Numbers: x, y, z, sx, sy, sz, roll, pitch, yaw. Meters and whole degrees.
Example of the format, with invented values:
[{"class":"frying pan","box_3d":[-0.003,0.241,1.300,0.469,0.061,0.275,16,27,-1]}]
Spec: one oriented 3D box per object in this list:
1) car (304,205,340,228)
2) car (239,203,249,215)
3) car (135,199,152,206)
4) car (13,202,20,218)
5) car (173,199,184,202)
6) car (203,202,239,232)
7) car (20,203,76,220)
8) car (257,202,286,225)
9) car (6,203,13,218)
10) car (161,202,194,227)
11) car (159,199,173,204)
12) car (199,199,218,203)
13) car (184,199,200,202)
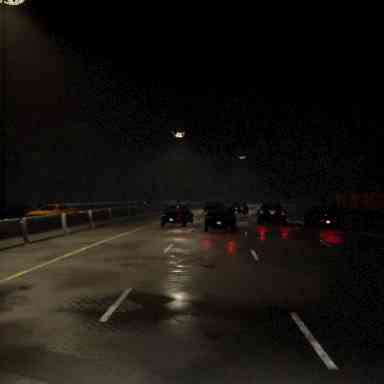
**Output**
[{"class":"car","box_3d":[9.469,1.752,24.450,1.837,1.490,4.892,0,-1,10]},{"class":"car","box_3d":[5.562,1.932,38.939,2.033,1.411,5.357,0,-1,15]},{"class":"car","box_3d":[-9.970,2.214,68.845,1.994,1.385,4.181,0,-1,23]},{"class":"car","box_3d":[-14.320,1.858,31.379,1.994,1.385,4.181,0,-1,11]},{"class":"car","box_3d":[-1.421,2.212,70.766,2.128,1.511,4.902,0,-1,25]},{"class":"car","box_3d":[1.956,1.694,21.950,1.882,1.535,5.008,0,-1,8]},{"class":"car","box_3d":[-11.499,1.736,27.508,1.882,1.535,5.008,0,-1,10]},{"class":"car","box_3d":[6.399,1.621,26.998,2.097,1.767,4.553,0,-1,11]},{"class":"car","box_3d":[-17.724,1.777,32.229,1.882,1.535,5.008,0,-1,11]},{"class":"car","box_3d":[-1.044,1.771,25.225,1.812,1.442,4.674,0,-1,10]},{"class":"car","box_3d":[-5.267,2.208,70.786,1.812,1.442,4.674,0,-1,23]},{"class":"car","box_3d":[2.766,1.887,41.756,1.882,1.535,5.008,0,-1,16]},{"class":"car","box_3d":[0.760,2.157,67.161,1.837,1.490,4.892,0,-1,24]}]
